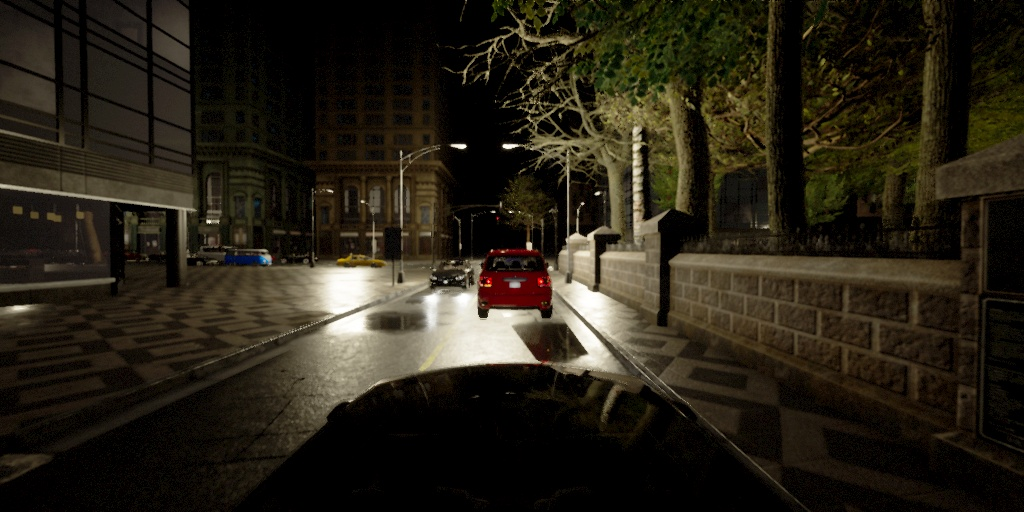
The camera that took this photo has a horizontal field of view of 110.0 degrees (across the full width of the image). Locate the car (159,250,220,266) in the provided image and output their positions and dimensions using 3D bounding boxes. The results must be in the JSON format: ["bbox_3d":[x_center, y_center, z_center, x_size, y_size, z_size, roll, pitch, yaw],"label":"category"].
[{"bbox_3d":[-31.976,0.369,35.948,4.403,1.370,2.007,0,0,0],"label":"car"}]

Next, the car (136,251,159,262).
[{"bbox_3d":[-43.175,0.059,44.533,4.403,1.370,2.007,0,0,0],"label":"car"}]

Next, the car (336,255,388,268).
[{"bbox_3d":[-14.947,0.539,35.855,4.829,1.417,1.751,0,0,0],"label":"car"}]

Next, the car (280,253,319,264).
[{"bbox_3d":[-26.319,0.304,44.442,4.313,1.339,1.948,0,0,0],"label":"car"}]

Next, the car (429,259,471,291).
[{"bbox_3d":[-3.076,0.946,19.169,1.837,1.490,4.892,0,1,0],"label":"car"}]

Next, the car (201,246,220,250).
[{"bbox_3d":[-30.572,0.010,38.587,5.566,2.045,2.150,1,1,0],"label":"car"}]

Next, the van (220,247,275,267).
[{"bbox_3d":[-26.358,0.231,35.918,3.998,1.789,1.690,0,0,0],"label":"van"}]

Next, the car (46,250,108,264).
[{"bbox_3d":[-43.046,0.185,36.008,4.829,1.417,1.751,0,0,0],"label":"car"}]

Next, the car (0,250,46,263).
[{"bbox_3d":[-48.833,0.127,36.039,4.403,1.370,2.007,0,0,0],"label":"car"}]

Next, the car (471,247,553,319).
[{"bbox_3d":[0.095,0.790,12.035,2.150,2.045,5.566,0,1,0],"label":"car"}]
